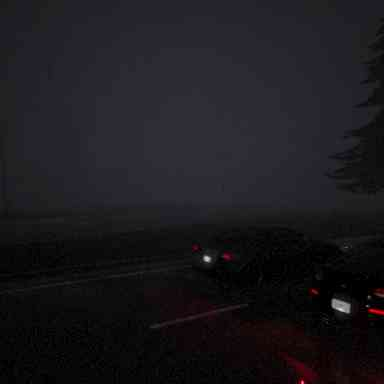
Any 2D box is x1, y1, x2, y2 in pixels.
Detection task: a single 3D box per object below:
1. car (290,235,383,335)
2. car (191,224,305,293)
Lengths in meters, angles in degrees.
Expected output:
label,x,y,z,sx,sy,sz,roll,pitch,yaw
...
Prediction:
label,x,y,z,sx,sy,sz,roll,pitch,yaw
car,4.198,1.520,6.065,4.674,1.442,1.812,0,0,-30
car,2.082,1.549,8.852,4.181,1.385,1.994,0,0,-30
